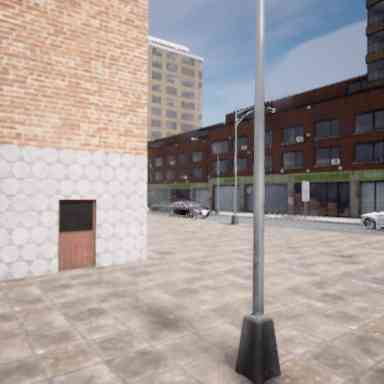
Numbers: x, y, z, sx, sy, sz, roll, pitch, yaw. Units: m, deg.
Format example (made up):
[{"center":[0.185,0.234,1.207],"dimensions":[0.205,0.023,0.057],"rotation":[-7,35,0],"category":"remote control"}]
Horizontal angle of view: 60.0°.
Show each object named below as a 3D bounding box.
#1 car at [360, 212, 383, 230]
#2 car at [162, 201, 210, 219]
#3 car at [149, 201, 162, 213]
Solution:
[{"center":[11.644,1.426,18.042],"dimensions":[1.812,1.442,4.674],"rotation":[1,-1,-35],"category":"car"},{"center":[-0.340,1.583,29.820],"dimensions":[2.128,1.511,4.902],"rotation":[1,-1,-35],"category":"car"},{"center":[-3.287,1.791,39.054],"dimensions":[1.812,1.442,4.674],"rotation":[1,-1,-35],"category":"car"}]
